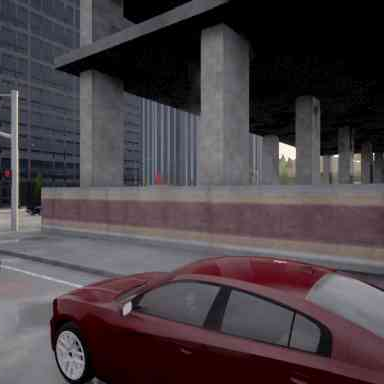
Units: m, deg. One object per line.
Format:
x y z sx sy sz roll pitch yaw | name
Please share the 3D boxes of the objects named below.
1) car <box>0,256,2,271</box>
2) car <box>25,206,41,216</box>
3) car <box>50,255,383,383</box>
-6.923 1.564 8.871 4.181 1.385 1.994 0 0 36 | car
-14.129 1.656 33.535 1.895 1.301 4.718 0 0 36 | car
0.425 1.478 3.686 5.008 1.535 1.882 0 0 35 | car
